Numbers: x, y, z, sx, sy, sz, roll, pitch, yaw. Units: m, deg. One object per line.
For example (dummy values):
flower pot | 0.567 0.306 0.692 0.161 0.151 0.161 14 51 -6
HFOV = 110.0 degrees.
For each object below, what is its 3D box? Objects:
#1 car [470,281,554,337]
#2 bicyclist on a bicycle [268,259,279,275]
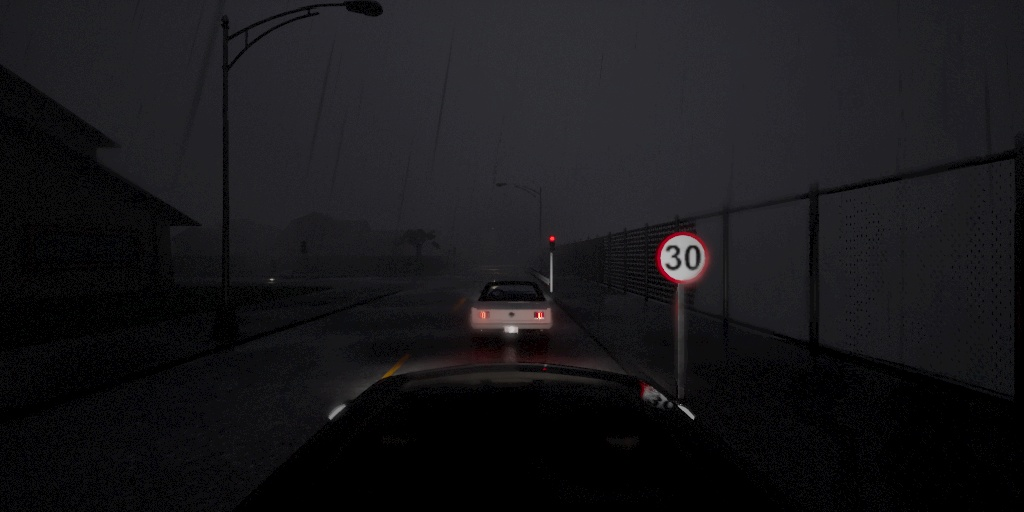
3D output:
car | -0.001 1.351 10.210 1.895 1.301 4.718 0 0 0
bicyclist on a bicycle | -24.318 1.099 36.521 0.582 1.620 1.656 0 0 0
